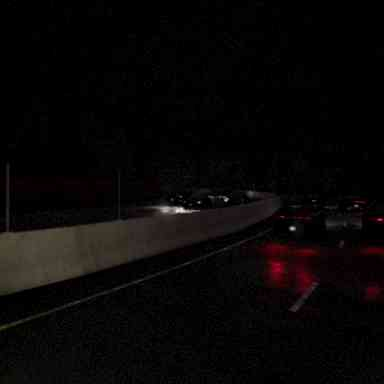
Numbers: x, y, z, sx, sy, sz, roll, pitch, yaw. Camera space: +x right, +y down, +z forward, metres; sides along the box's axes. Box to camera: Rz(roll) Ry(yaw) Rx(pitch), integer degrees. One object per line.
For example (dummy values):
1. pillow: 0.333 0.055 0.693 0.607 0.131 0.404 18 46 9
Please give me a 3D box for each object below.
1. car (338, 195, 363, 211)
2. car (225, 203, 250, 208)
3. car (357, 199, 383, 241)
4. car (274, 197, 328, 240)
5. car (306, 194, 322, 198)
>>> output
1. car: 15.371 1.013 32.061 1.882 1.535 5.008 1 1 17
2. car: 4.573 0.725 33.279 2.097 1.767 4.553 1 1 16
3. car: 8.729 1.290 14.947 2.128 1.511 4.902 1 1 26
4. car: 5.179 1.231 15.632 2.128 1.511 4.902 1 1 27
5. car: 11.913 0.983 32.703 1.837 1.490 4.892 1 1 17
